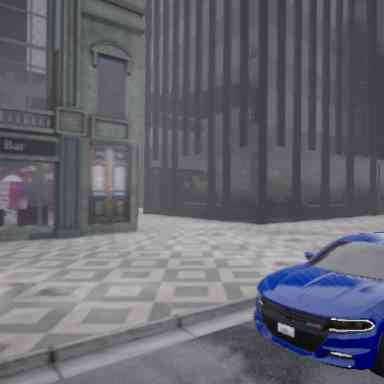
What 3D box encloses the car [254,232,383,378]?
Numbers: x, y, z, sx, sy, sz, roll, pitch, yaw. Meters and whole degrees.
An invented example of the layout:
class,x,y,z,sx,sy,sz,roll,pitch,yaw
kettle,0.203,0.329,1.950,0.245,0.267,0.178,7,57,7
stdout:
class,x,y,z,sx,sy,sz,roll,pitch,yaw
car,3.228,1.478,5.679,5.008,1.535,1.882,0,0,-35
